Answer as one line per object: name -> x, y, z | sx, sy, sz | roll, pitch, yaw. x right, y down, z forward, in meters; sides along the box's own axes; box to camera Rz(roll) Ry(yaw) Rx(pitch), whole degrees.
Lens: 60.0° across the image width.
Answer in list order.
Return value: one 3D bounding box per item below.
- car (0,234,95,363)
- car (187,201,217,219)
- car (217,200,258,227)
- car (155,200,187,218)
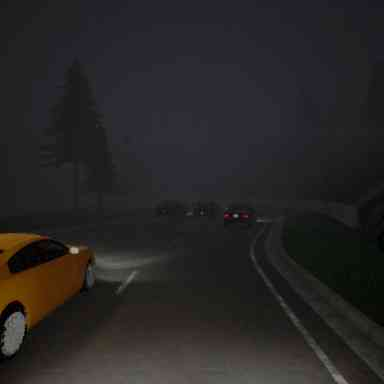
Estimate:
car -> -3.269, 1.476, 5.912 | 1.882, 1.535, 5.008 | 0, 0, 2
car -> 1.460, 1.483, 28.779 | 2.128, 1.511, 4.902 | 0, 0, 16
car -> 3.410, 1.541, 22.976 | 2.033, 1.411, 5.357 | 0, 0, 16
car -> -1.785, 1.469, 30.274 | 1.882, 1.535, 5.008 | 0, 0, 15
